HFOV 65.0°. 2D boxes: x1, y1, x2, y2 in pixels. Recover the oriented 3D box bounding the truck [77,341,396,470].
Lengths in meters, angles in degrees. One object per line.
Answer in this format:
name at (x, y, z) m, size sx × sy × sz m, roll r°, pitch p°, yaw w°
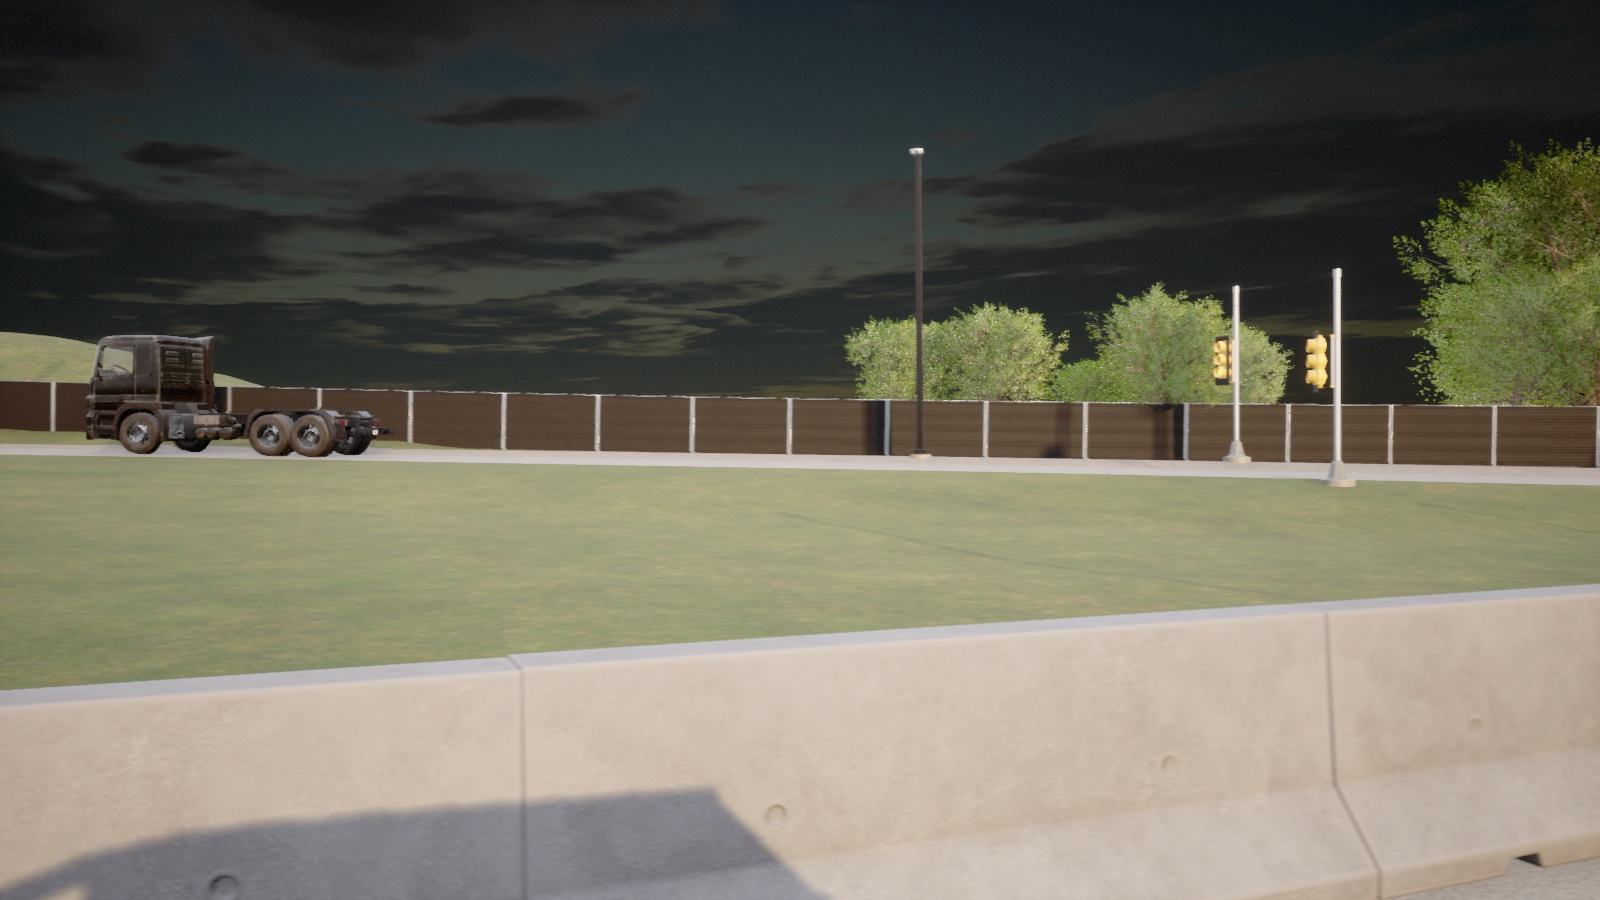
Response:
truck at (-16.047, -1.247, 36.070) m, size 7.936 × 3.462 × 2.891 m, roll 0°, pitch 2°, yaw 6°
